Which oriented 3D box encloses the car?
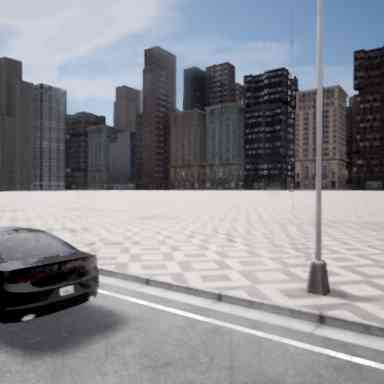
[{"bbox_3d":[-4.067,1.459,6.897,5.008,1.535,1.882,0,0,36],"label":"car"}]
